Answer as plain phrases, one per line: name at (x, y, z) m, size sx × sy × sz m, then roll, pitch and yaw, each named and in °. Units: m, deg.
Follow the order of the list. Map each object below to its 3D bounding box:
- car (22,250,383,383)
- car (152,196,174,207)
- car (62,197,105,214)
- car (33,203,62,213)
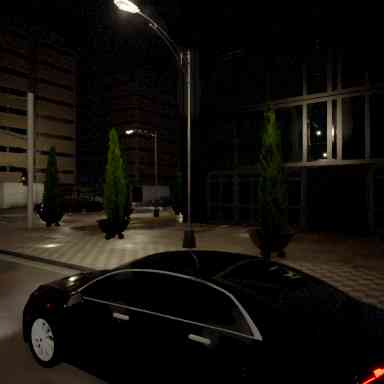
car at (-0.196, 1.505, 4.129) m, size 4.892 × 1.490 × 1.837 m, roll 0°, pitch 0°, yaw 36°
car at (-4.129, 1.407, 51.950) m, size 2.097 × 1.767 × 4.553 m, roll 0°, pitch 0°, yaw 35°
car at (-11.018, 1.560, 35.774) m, size 1.837 × 1.490 × 4.892 m, roll 0°, pitch 0°, yaw 35°
car at (-15.016, 1.407, 36.522) m, size 2.097 × 1.767 × 4.553 m, roll 0°, pitch 0°, yaw 35°
